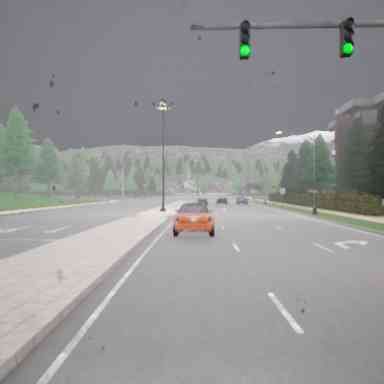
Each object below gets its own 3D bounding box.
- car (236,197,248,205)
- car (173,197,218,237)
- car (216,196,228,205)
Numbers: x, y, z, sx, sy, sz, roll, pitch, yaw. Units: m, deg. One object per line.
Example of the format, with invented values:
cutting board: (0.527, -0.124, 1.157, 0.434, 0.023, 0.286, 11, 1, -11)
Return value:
car: (8.846, 1.530, 59.277, 2.033, 1.411, 5.357, 0, 0, 3)
car: (0.128, 1.348, 18.280, 2.097, 1.767, 4.553, 0, 0, 1)
car: (5.349, 1.462, 59.432, 1.882, 1.535, 5.008, 0, 0, 3)
